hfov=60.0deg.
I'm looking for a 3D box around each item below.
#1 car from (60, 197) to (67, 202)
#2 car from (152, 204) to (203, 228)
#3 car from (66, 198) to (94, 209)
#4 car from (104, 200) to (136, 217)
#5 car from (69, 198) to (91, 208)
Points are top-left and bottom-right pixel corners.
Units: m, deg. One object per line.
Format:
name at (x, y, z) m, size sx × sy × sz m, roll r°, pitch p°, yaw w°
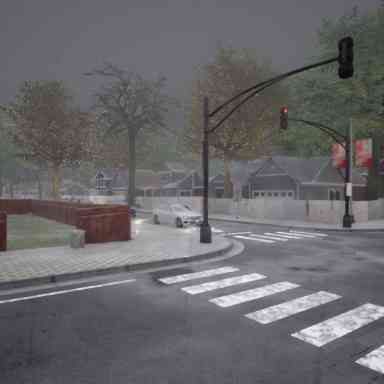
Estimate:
car at (-22.422, 1.601, 57.379) m, size 2.128 × 1.511 × 4.902 m, roll 0°, pitch 0°, yaw -36°
car at (-1.043, 1.547, 22.621) m, size 1.812 × 1.442 × 4.674 m, roll 0°, pitch 0°, yaw -36°
car at (-12.873, 1.530, 39.168) m, size 1.882 × 1.535 × 5.008 m, roll 0°, pitch 0°, yaw -35°
car at (-6.884, 1.513, 30.789) m, size 1.882 × 1.535 × 5.008 m, roll 0°, pitch 0°, yaw -36°
car at (-16.760, 1.654, 49.573) m, size 1.994 × 1.385 × 4.181 m, roll 0°, pitch 0°, yaw -35°
